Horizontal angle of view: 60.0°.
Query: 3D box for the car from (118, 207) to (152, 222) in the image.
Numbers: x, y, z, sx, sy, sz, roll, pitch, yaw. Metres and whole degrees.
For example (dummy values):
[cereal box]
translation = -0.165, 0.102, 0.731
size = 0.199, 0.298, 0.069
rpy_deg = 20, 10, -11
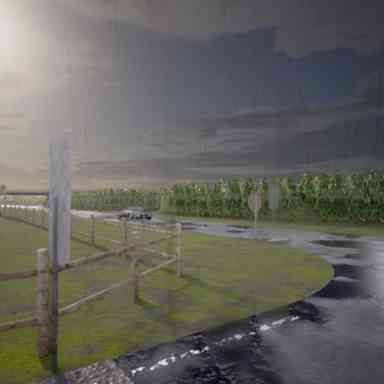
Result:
[car]
translation = -5.510, 2.098, 31.983
size = 1.994, 1.385, 4.181
rpy_deg = 1, -2, -35
